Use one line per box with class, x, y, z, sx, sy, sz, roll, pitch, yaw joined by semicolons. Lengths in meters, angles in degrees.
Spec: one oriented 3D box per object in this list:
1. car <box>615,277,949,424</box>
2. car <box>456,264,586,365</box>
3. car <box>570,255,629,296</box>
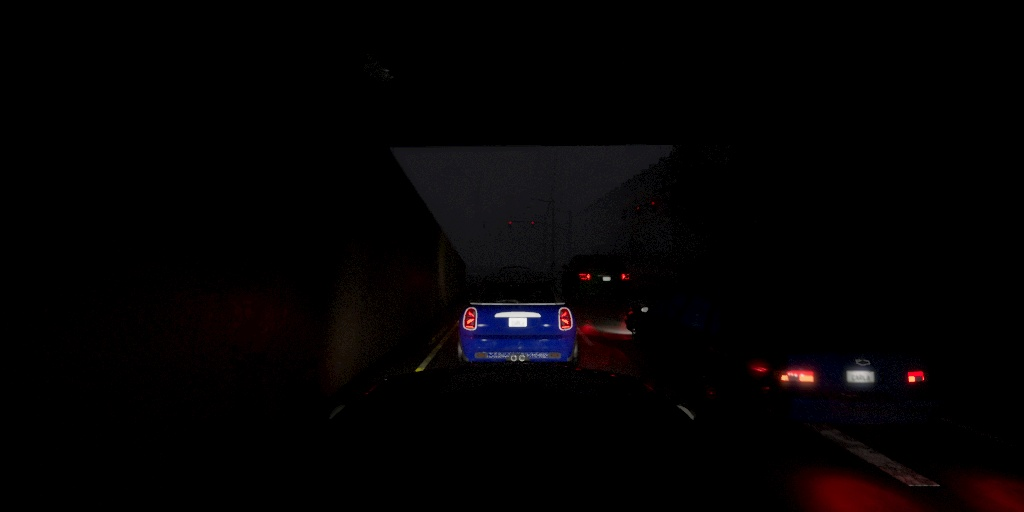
car;3.612;1.297;6.212;2.033;1.411;5.357;0;0;0
car;0.108;1.102;7.984;2.097;1.767;4.553;0;0;0
car;3.649;0.971;16.458;2.150;2.045;5.566;0;0;0
